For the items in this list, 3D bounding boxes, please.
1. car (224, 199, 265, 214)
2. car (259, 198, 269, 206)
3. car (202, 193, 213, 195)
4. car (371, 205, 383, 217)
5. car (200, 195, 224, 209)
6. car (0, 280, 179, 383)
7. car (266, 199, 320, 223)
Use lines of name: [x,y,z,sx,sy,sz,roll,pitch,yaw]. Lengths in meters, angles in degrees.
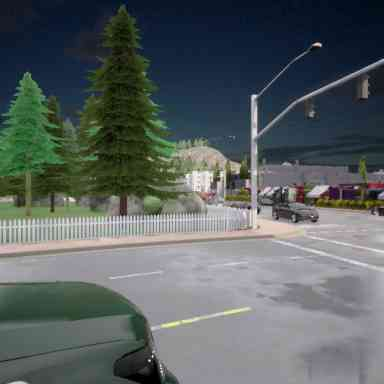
car: [5.483,1.656,35.250,1.895,1.301,4.718,0,0,-16]
car: [11.350,1.619,53.357,1.994,1.385,4.181,0,0,-16]
car: [2.985,1.277,69.612,2.150,2.045,5.566,0,0,-16]
car: [18.193,1.560,29.364,1.837,1.490,4.892,-1,0,-16]
car: [2.868,1.547,44.236,2.128,1.511,4.902,0,0,-16]
car: [-2.744,1.221,1.679,5.566,2.045,2.150,0,0,-36]
car: [8.071,1.560,26.343,1.837,1.490,4.892,0,0,-14]
